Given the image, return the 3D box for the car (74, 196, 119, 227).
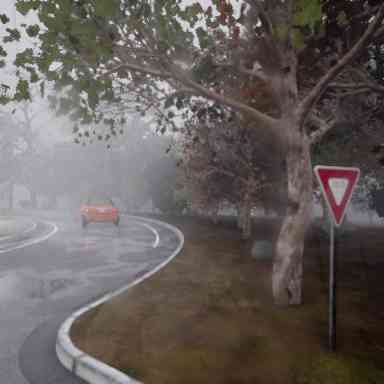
[{"bbox_3d":[-6.108,1.087,20.984,2.097,1.767,4.553,0,1,-26],"label":"car"}]
